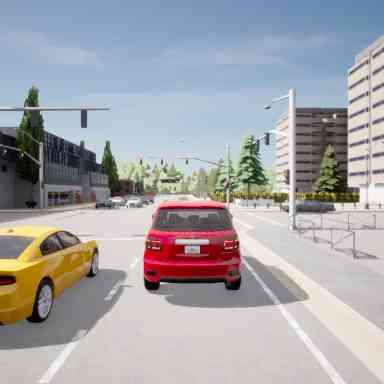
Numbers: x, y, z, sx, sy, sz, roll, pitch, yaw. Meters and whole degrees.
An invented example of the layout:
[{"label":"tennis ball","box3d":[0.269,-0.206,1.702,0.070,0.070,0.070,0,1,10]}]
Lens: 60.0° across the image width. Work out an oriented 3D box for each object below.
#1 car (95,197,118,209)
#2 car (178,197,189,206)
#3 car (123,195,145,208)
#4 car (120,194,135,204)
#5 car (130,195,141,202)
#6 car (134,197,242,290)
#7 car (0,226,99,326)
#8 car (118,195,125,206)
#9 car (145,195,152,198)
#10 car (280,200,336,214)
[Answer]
[{"label":"car","box3d":[-11.796,1.564,45.354,1.994,1.385,4.181,0,0,-2]},{"label":"car","box3d":[-1.425,1.525,55.069,1.812,1.442,4.674,0,0,-1]},{"label":"car","box3d":[-8.385,1.526,48.657,1.812,1.442,4.674,0,0,-1]},{"label":"car","box3d":[-12.269,1.352,63.705,2.097,1.767,4.553,0,0,-1]},{"label":"car","box3d":[-12.510,1.500,73.928,1.837,1.490,4.892,0,0,-2]},{"label":"car","box3d":[0.011,1.221,9.196,2.150,2.045,5.566,0,0,0]},{"label":"car","box3d":[-3.482,1.478,7.207,1.882,1.535,5.008,0,0,0]},{"label":"car","box3d":[-12.035,1.526,53.789,1.812,1.442,4.674,0,0,-1]},{"label":"car","box3d":[-8.653,1.505,58.741,1.837,1.490,4.892,0,0,-1]},{"label":"car","box3d":[12.066,1.547,34.671,5.357,1.411,2.033,0,0,-2]}]
